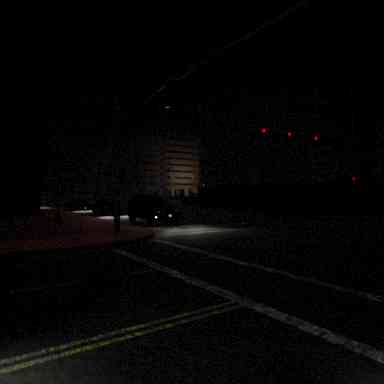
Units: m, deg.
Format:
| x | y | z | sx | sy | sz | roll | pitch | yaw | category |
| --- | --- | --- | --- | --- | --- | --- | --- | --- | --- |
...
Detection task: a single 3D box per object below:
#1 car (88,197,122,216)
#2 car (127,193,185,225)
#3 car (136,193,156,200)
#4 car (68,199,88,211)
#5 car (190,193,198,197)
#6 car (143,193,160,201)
| x | y | z | sx | sy | sz | roll | pitch | yaw | category |
| --- | --- | --- | --- | --- | --- | --- | --- | --- | --- |
| -8.561 | 1.505 | 33.238 | 1.837 | 1.490 | 4.892 | 0 | 0 | -32 | car |
| -2.943 | 1.222 | 24.478 | 2.150 | 2.045 | 5.566 | 0 | 0 | -33 | car |
| -11.498 | 1.153 | 83.878 | 4.605 | 1.855 | 1.932 | 0 | 0 | -34 | car |
| -14.255 | 1.547 | 42.122 | 2.033 | 1.411 | 5.357 | 0 | 0 | -34 | car |
| 1.127 | 1.156 | 65.232 | 3.866 | 1.878 | 1.905 | 0 | 0 | -34 | car |
| -9.918 | 1.156 | 81.452 | 3.866 | 1.878 | 1.905 | 0 | 0 | -34 | car |
